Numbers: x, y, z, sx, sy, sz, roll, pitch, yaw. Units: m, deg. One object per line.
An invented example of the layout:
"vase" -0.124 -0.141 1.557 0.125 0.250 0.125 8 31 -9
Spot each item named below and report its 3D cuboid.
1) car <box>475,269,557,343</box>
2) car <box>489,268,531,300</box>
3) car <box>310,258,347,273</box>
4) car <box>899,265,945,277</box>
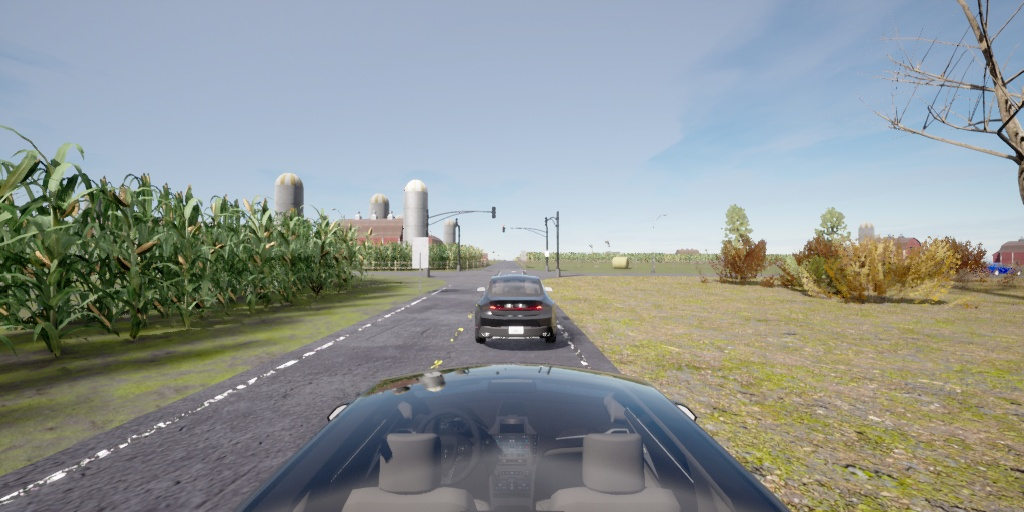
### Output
"car" 0.080 1.259 9.686 1.837 1.490 4.892 0 0 0
"car" 0.033 1.360 18.838 1.895 1.301 4.718 0 0 4
"car" -19.826 0.931 37.674 4.553 1.767 2.097 0 -1 -3
"car" 48.561 1.768 42.548 4.181 1.385 1.994 1 -1 -5
